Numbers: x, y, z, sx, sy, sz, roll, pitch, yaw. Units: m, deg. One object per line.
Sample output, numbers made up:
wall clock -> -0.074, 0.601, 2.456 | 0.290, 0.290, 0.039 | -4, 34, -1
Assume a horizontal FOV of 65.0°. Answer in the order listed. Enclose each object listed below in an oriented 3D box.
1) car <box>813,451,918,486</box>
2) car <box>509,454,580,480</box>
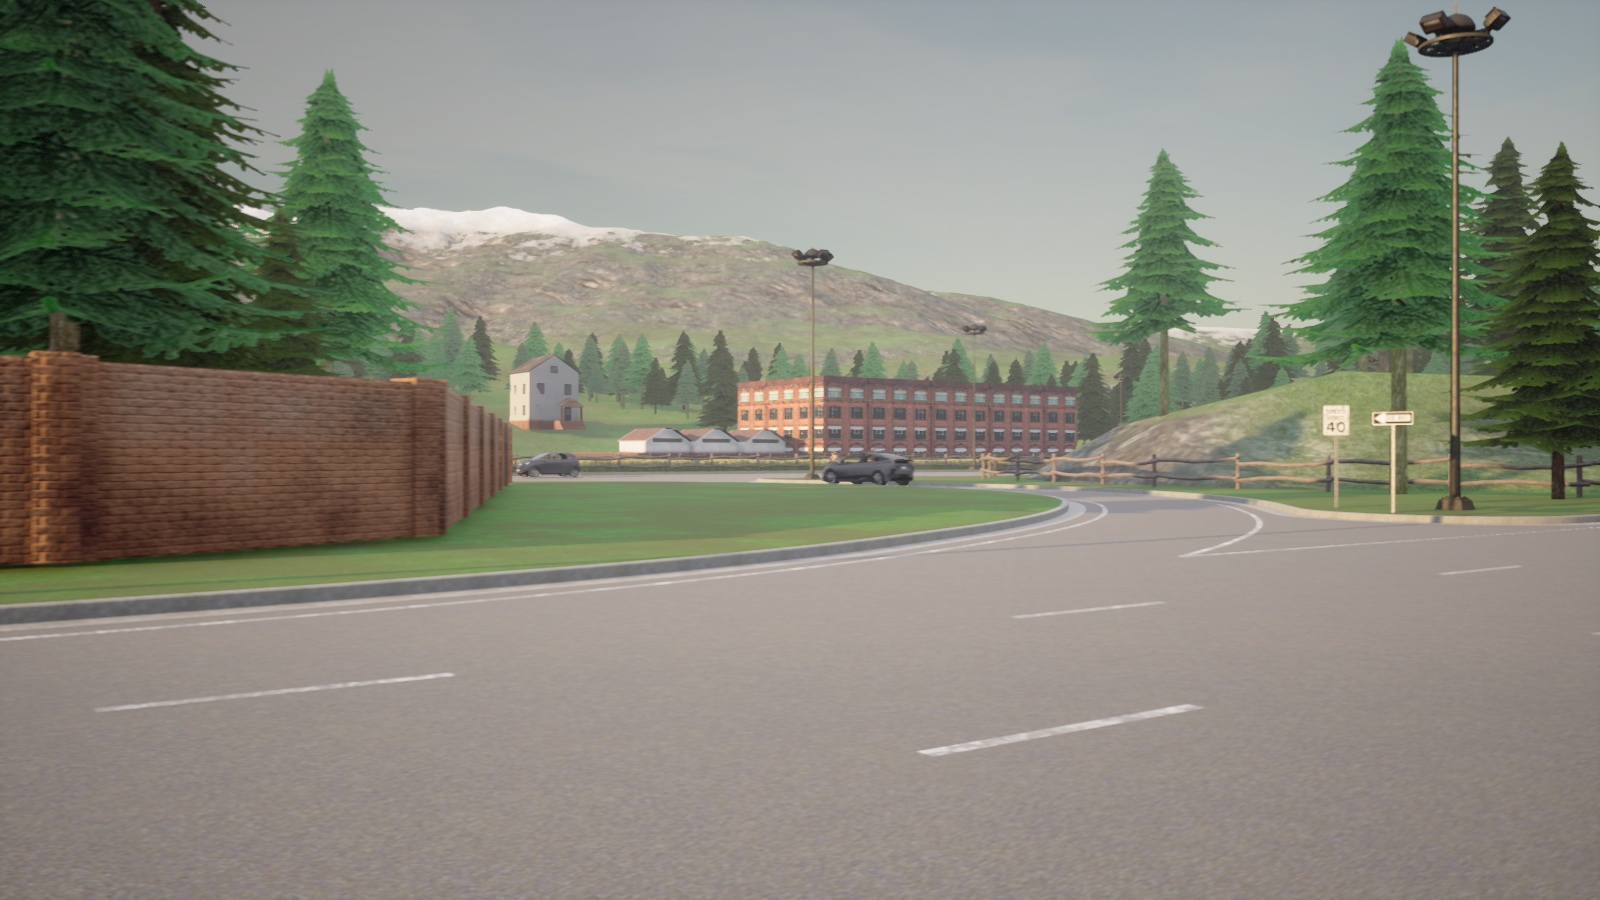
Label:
car -> 2.925, 0.824, 56.692 | 4.514, 1.525, 2.007 | 0, 0, 45
car -> -14.994, 0.971, 73.809 | 3.633, 1.501, 1.845 | 0, 0, -35
